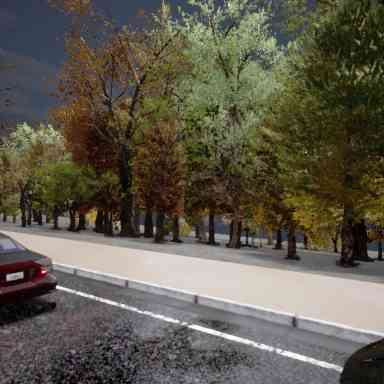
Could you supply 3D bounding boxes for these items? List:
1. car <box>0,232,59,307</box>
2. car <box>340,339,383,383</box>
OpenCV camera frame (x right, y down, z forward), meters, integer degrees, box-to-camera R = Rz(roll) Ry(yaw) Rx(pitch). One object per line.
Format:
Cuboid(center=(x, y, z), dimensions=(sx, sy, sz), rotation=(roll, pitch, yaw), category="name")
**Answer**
Cuboid(center=(-5.163, 1.546, 7.397), dimensions=(5.357, 1.411, 2.033), rotation=(0, 0, 36), category="car")
Cuboid(center=(3.276, 1.478, 1.331), dimensions=(5.008, 1.535, 1.882), rotation=(0, 0, 36), category="car")
